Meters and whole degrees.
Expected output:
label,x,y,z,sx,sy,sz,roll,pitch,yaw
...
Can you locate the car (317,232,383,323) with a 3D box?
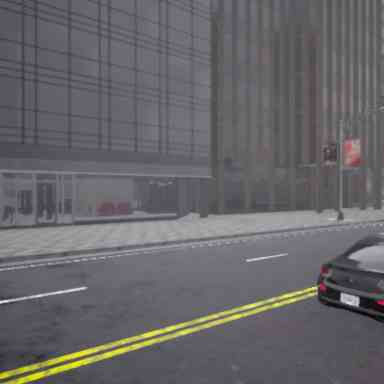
label,x,y,z,sx,sy,sz,roll,pitch,yaw
car,4.369,1.522,6.579,4.674,1.442,1.812,0,0,-35
